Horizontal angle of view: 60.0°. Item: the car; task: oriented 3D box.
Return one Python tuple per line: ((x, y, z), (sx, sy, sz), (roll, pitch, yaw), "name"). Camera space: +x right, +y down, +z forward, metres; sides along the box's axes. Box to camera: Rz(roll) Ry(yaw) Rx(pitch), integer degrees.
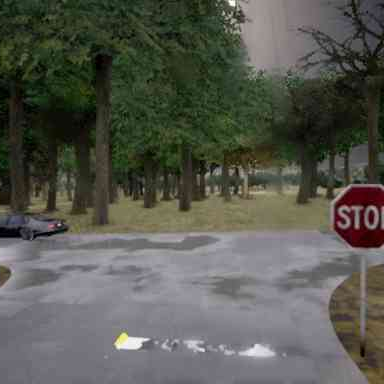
((-9.455, 1.837, 17.795), (5.357, 1.411, 2.033), (-1, 0, 8), "car")
